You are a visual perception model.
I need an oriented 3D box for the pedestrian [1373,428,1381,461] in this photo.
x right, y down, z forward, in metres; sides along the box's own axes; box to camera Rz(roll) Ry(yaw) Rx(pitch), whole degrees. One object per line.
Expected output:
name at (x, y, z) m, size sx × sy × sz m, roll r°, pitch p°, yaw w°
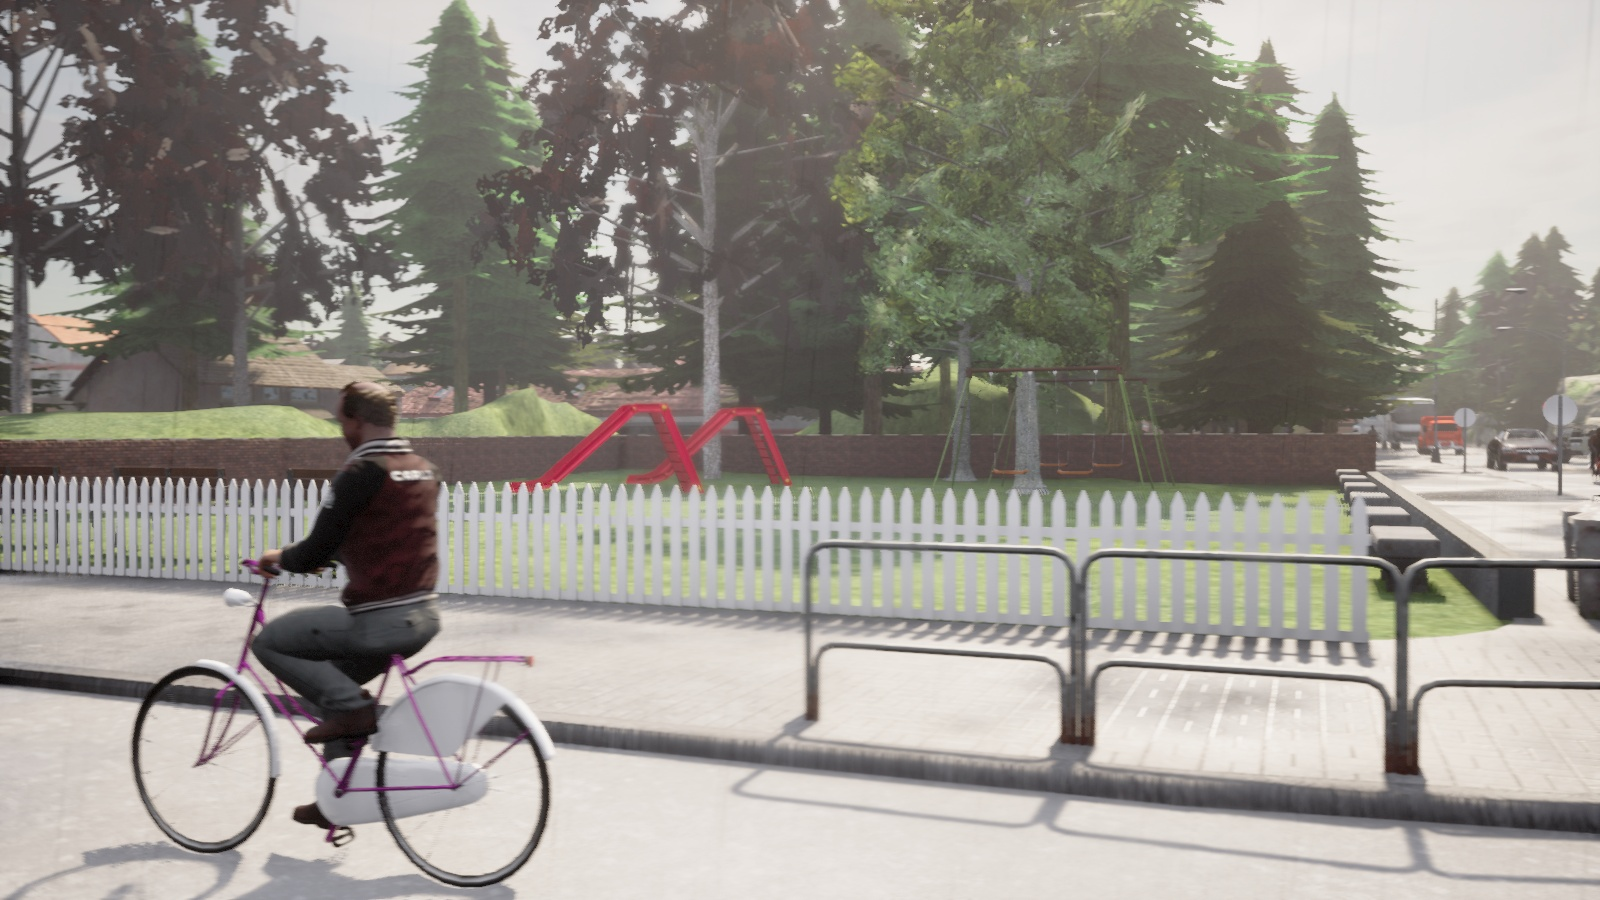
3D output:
pedestrian at (33.904, -0.353, 73.813) m, size 0.396 × 1.930 × 0.692 m, roll 1°, pitch 1°, yaw 26°

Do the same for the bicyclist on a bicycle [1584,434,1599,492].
bicyclist on a bicycle at (23.014, 0.371, 36.026) m, size 0.582 × 1.620 × 1.656 m, roll 1°, pitch 1°, yaw 22°

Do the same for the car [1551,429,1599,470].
car at (36.848, -0.030, 59.047) m, size 1.932 × 1.855 × 4.605 m, roll 1°, pitch 1°, yaw 22°

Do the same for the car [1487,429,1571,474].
car at (28.394, 0.037, 49.074) m, size 2.152 × 1.651 × 5.027 m, roll 1°, pitch 1°, yaw 22°

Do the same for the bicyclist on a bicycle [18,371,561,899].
bicyclist on a bicycle at (-1.853, 0.627, 4.561) m, size 1.843 × 1.776 × 0.659 m, roll 1°, pitch 1°, yaw 19°

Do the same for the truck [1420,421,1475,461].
truck at (41.159, -0.603, 79.922) m, size 2.627 × 2.467 × 5.204 m, roll 1°, pitch 1°, yaw 22°
